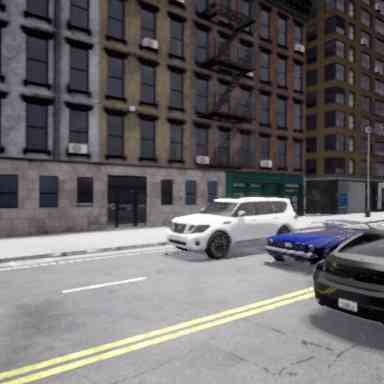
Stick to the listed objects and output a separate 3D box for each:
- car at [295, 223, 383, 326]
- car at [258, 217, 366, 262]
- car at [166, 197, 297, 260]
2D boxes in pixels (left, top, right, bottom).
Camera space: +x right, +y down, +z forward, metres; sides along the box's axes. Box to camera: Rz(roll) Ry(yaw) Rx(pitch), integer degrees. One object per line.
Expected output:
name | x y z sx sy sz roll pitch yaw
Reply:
car | 4.391 1.503 6.569 4.892 1.490 1.837 0 0 -35
car | 4.593 1.598 10.876 4.718 1.301 1.895 0 0 -35
car | 1.743 1.222 12.846 5.566 2.045 2.150 0 0 -35
